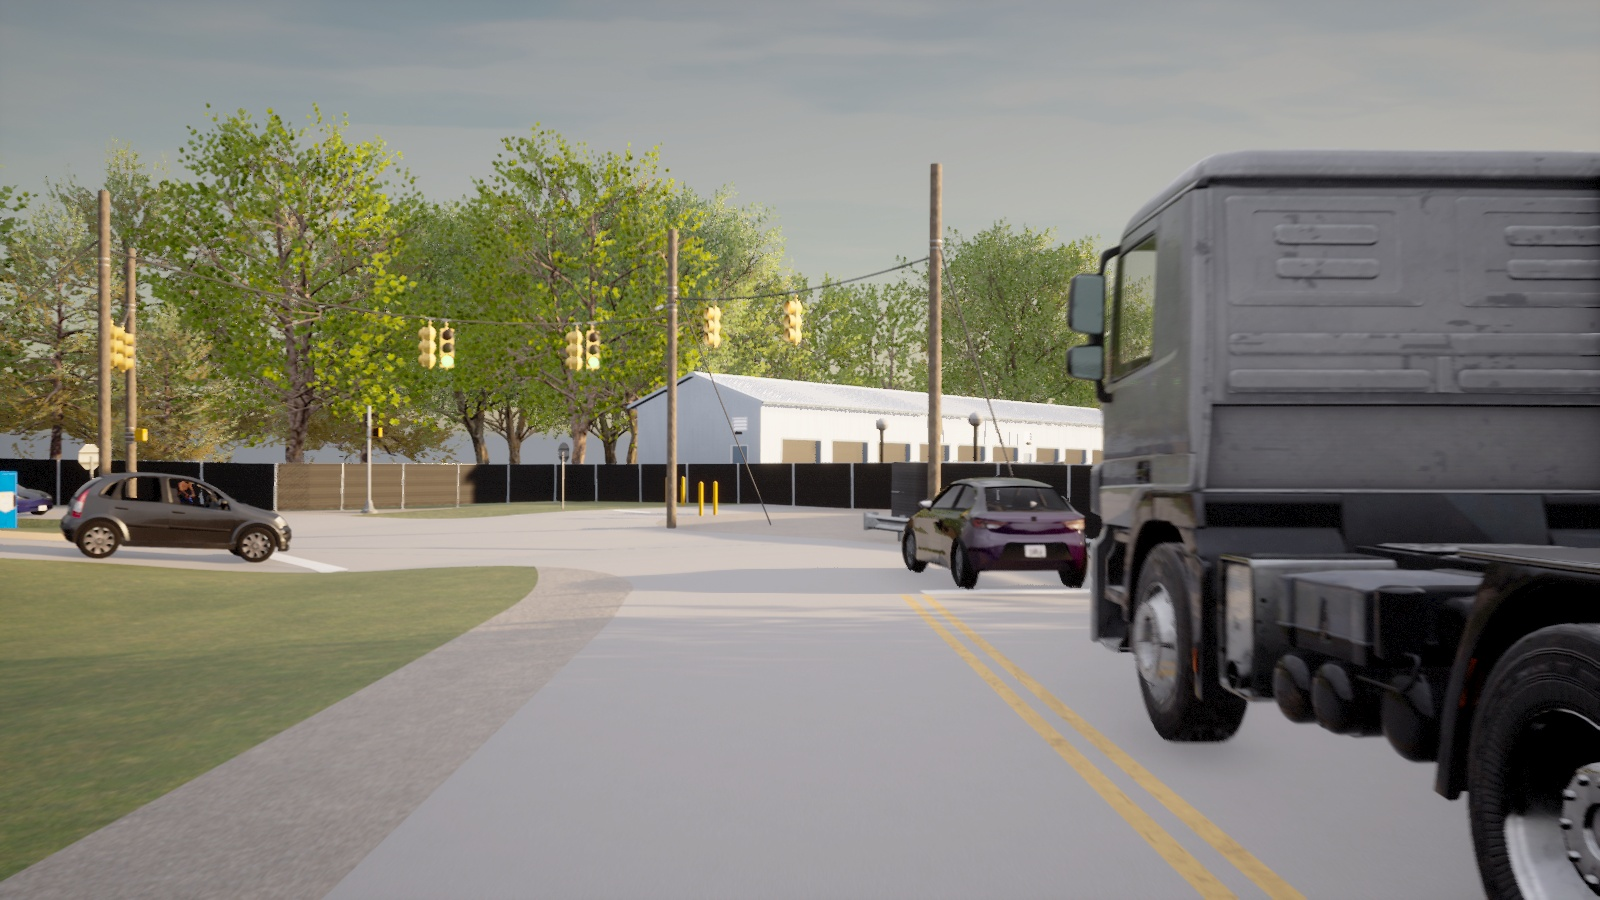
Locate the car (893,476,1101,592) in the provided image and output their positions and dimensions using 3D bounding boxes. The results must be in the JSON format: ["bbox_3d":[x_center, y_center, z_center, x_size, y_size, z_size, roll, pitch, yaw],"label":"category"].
[{"bbox_3d":[2.724,1.120,18.383,1.816,1.474,4.193,0,-1,-9],"label":"car"}]

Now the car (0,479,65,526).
[{"bbox_3d":[-29.009,1.816,44.470,4.792,1.488,2.163,1,1,6],"label":"car"}]

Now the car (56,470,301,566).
[{"bbox_3d":[-12.050,1.333,24.410,3.988,1.617,1.851,5,-2,-33],"label":"car"}]

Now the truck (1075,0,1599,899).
[{"bbox_3d":[3.469,-0.096,5.107,2.891,3.462,7.936,0,-1,0],"label":"truck"}]
